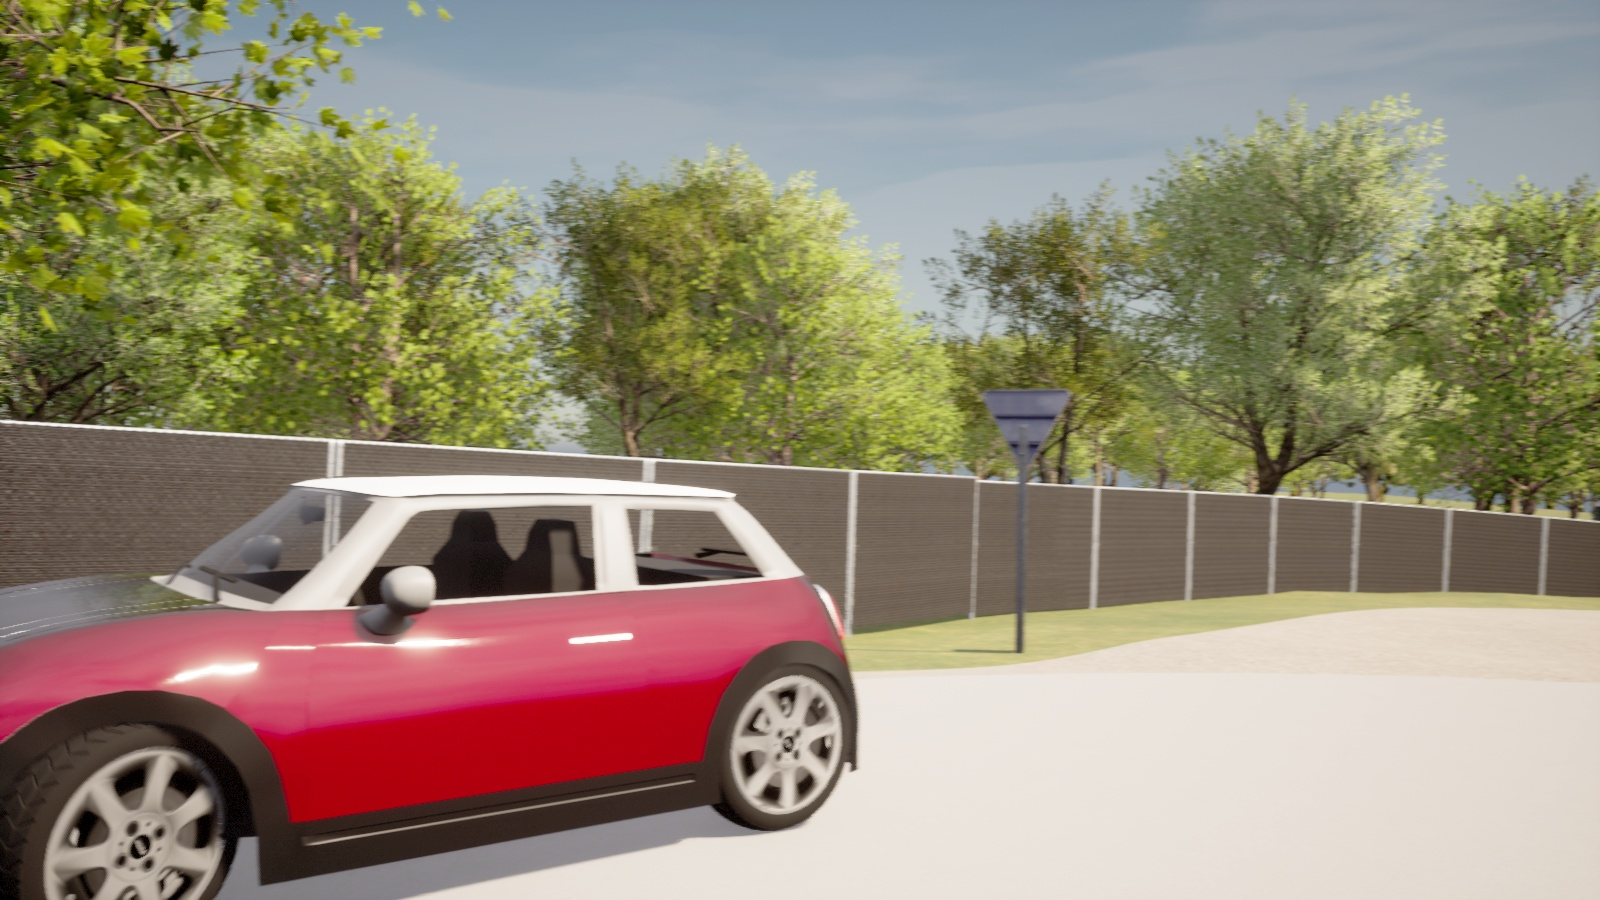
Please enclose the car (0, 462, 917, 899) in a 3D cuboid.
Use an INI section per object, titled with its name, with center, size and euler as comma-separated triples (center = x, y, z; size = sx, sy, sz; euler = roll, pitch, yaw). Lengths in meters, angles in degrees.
[car]
center = -1.599, 0.812, 5.208
size = 3.806, 1.475, 1.970
euler = 1, -1, -37
